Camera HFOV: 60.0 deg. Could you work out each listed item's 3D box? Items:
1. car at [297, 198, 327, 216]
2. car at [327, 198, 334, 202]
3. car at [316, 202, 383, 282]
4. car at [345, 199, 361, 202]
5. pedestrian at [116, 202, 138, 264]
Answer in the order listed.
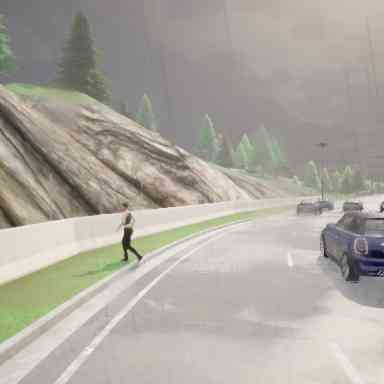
[{"bbox_3d":[11.645,1.492,32.830,2.128,1.511,4.902,0,0,29],"label":"car"},{"bbox_3d":[16.616,1.492,41.737,2.128,1.511,4.902,0,0,29],"label":"car"},{"bbox_3d":[5.176,1.351,9.693,2.097,1.767,4.553,0,0,12],"label":"car"},{"bbox_3d":[17.712,1.491,36.514,2.128,1.511,4.902,0,0,29],"label":"car"},{"bbox_3d":[-1.926,1.143,9.816,0.375,1.860,0.375,0,0,12],"label":"pedestrian"}]
